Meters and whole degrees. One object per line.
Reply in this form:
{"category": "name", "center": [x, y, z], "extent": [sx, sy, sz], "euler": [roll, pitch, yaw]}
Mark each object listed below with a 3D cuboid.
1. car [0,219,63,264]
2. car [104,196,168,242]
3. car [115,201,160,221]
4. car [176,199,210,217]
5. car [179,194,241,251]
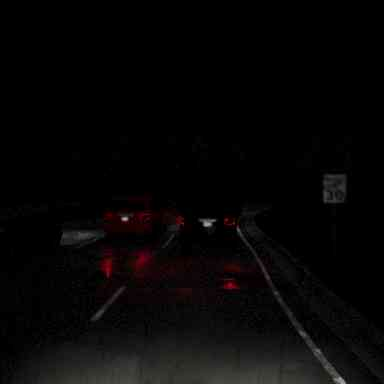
{"category": "car", "center": [-6.415, 1.602, 11.807], "extent": [1.895, 1.301, 4.718], "euler": [0, 0, 3]}
{"category": "car", "center": [-2.604, 1.223, 16.615], "extent": [2.150, 2.045, 5.566], "euler": [0, 0, 4]}
{"category": "car", "center": [-4.517, 1.550, 28.406], "extent": [2.033, 1.411, 5.357], "euler": [0, 0, 12]}
{"category": "car", "center": [0.230, 1.494, 32.939], "extent": [2.128, 1.511, 4.902], "euler": [0, 0, 15]}
{"category": "car", "center": [0.741, 1.223, 14.296], "extent": [2.150, 2.045, 5.566], "euler": [0, 0, 4]}
